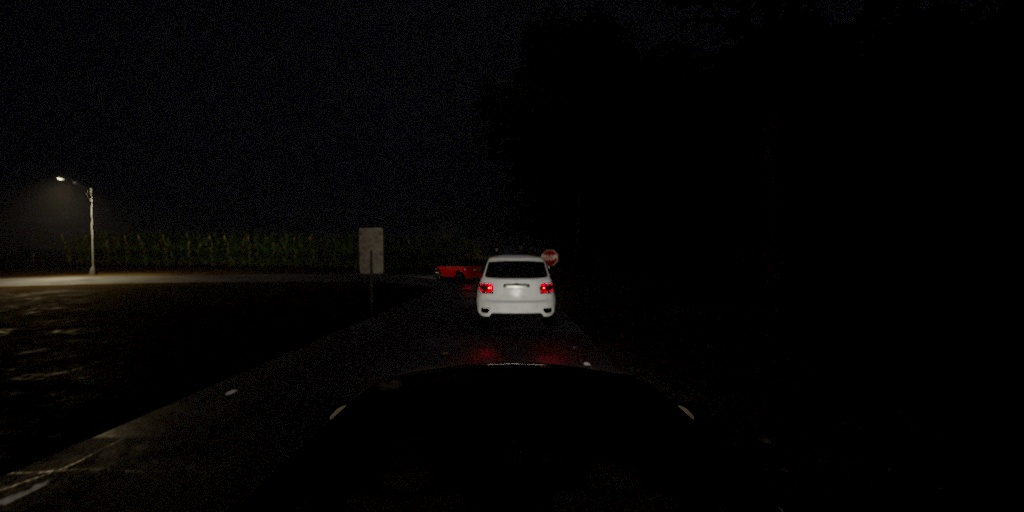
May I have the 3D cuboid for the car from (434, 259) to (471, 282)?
[{"bbox_3d":[-4.321,1.033,28.592,2.097,1.767,4.553,-2,2,-44],"label":"car"}]

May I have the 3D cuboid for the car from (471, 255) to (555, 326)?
[{"bbox_3d":[0.117,0.977,11.777,2.150,2.045,5.566,0,0,0],"label":"car"}]
